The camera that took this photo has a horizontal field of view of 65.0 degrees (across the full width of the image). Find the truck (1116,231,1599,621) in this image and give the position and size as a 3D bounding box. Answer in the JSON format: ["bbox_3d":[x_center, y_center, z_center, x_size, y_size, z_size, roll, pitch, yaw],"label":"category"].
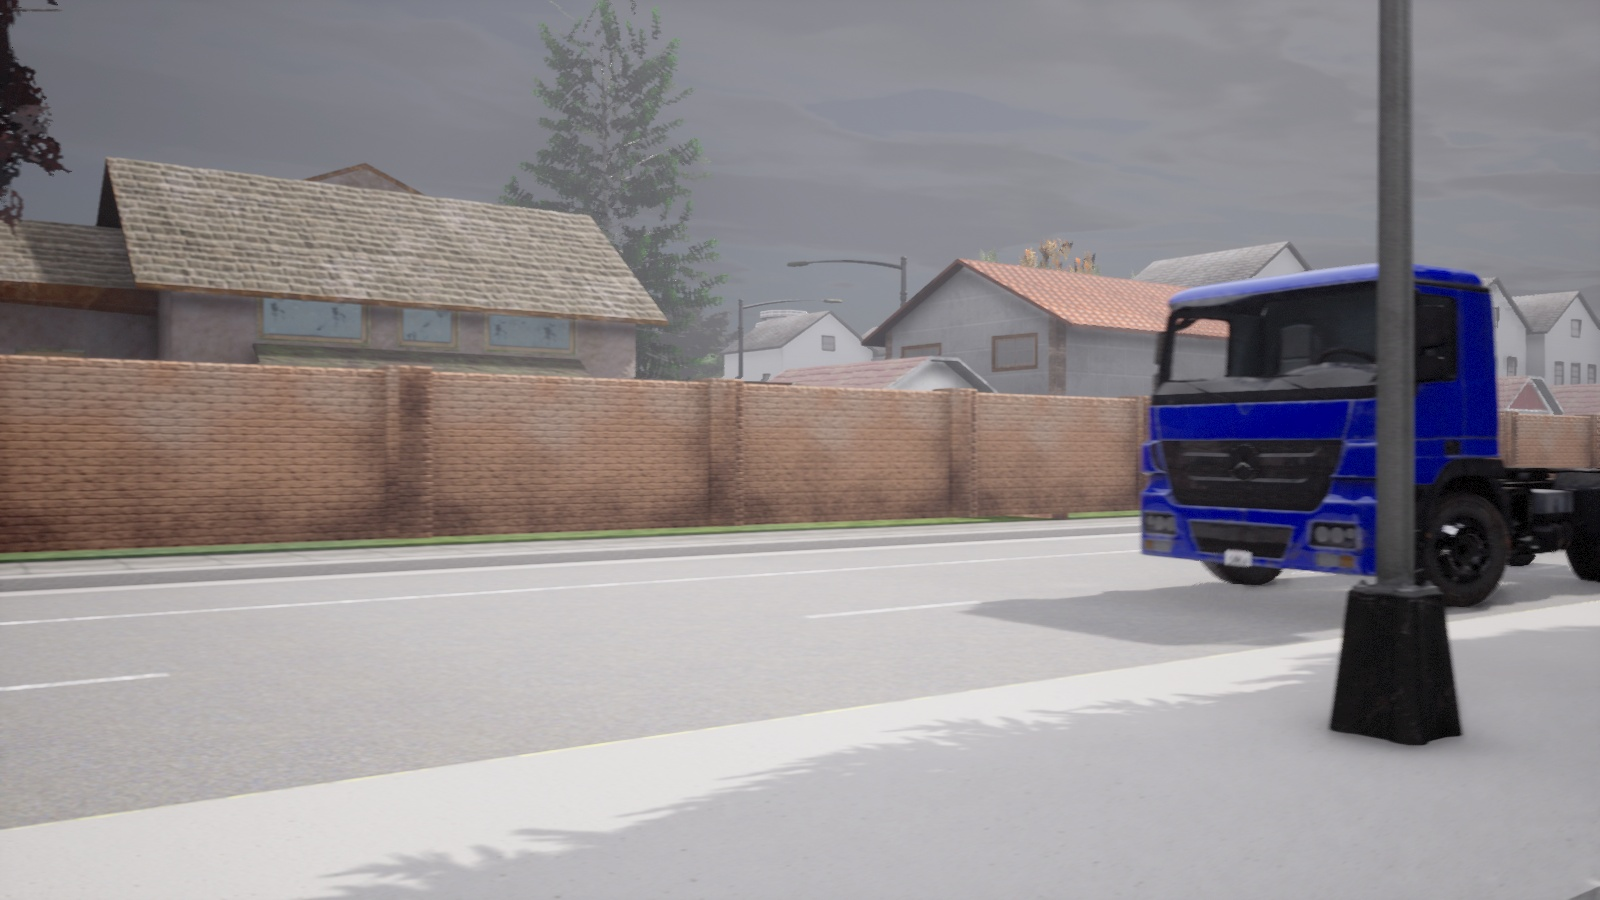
[{"bbox_3d":[7.544,-0.217,14.520,7.936,3.462,2.891,0,0,-33],"label":"truck"}]
